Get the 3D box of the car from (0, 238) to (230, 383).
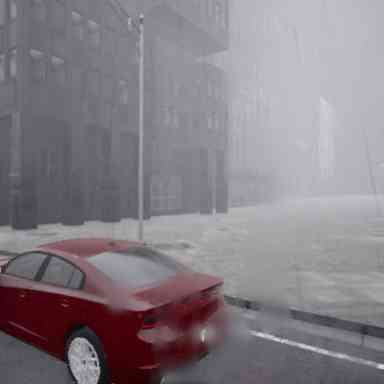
[{"bbox_3d":[-1.832,1.493,5.304,5.008,1.535,1.882,0,0,36],"label":"car"}]
